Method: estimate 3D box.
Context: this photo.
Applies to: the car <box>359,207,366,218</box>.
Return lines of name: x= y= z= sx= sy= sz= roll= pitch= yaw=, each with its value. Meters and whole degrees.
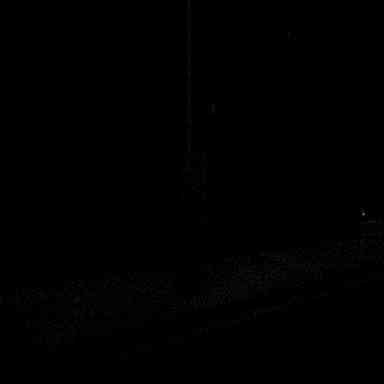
car: x=11.119 y=1.312 z=26.256 sx=2.128 sy=1.511 sz=4.902 roll=0 pitch=1 yaw=-34
